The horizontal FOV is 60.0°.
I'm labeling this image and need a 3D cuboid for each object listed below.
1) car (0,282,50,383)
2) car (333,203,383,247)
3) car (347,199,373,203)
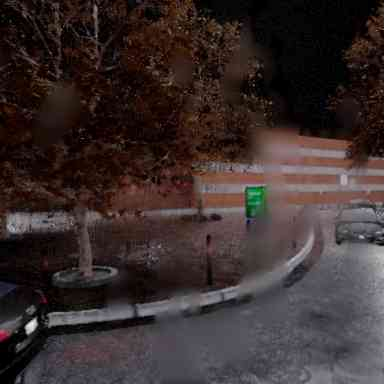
[{"bbox_3d":[-3.942,1.645,3.843,4.181,1.385,1.994,-1,0,-6],"label":"car"},{"bbox_3d":[7.489,1.465,15.040,1.837,1.490,4.892,-1,0,23],"label":"car"},{"bbox_3d":[19.504,1.558,38.874,4.892,1.490,1.837,1,-1,-36],"label":"car"}]
